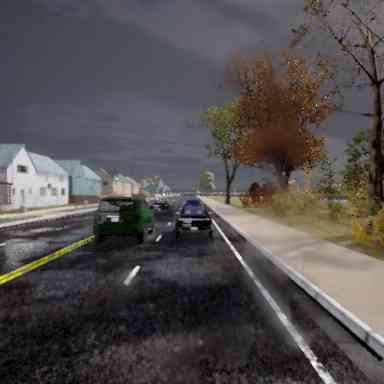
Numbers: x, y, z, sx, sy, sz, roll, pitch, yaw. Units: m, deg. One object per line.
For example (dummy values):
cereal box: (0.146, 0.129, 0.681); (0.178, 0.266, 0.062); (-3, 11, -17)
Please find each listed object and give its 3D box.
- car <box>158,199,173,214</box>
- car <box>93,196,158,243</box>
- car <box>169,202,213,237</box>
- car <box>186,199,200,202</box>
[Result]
car: (-3.136, 1.506, 34.639); (2.128, 1.511, 4.902); (0, 0, 0)
car: (-3.142, 1.227, 16.275); (2.150, 2.045, 5.566); (0, 0, 0)
car: (0.107, 1.497, 17.989); (2.128, 1.511, 4.902); (0, 0, 0)
car: (0.116, 1.494, 36.454); (1.882, 1.535, 5.008); (0, 0, 0)
